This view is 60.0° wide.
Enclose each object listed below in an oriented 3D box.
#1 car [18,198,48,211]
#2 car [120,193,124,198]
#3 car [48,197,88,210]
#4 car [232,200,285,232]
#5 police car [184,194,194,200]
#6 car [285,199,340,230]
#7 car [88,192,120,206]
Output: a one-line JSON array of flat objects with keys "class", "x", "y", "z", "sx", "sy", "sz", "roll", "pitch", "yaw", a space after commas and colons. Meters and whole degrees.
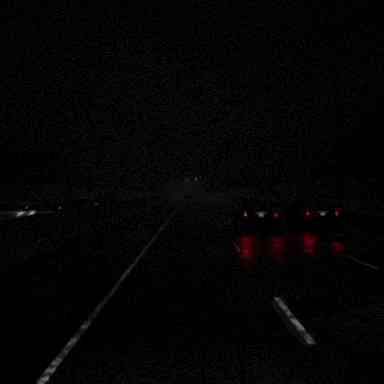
[{"class": "car", "x": -17.609, "y": 1.374, "z": 37.653, "sx": 1.895, "sy": 1.301, "sz": 4.718, "roll": 0, "pitch": 0, "yaw": 0}, {"class": "car", "x": -17.531, "y": 0.859, "z": 79.114, "sx": 2.097, "sy": 1.767, "sz": 4.553, "roll": 0, "pitch": 0, "yaw": 0}, {"class": "car", "x": -14.110, "y": 1.319, "z": 38.228, "sx": 2.033, "sy": 1.411, "sz": 5.357, "roll": 0, "pitch": 0, "yaw": 0}, {"class": "car", "x": 3.593, "y": 1.217, "z": 19.352, "sx": 2.097, "sy": 1.767, "sz": 4.553, "roll": 0, "pitch": 0, "yaw": 0}, {"class": "police car", "x": -1.084, "y": 1.277, "z": 87.294, "sx": 1.930, "sy": 1.638, "sz": 5.238, "roll": 0, "pitch": 0, "yaw": 0}, {"class": "car", "x": 7.091, "y": 1.212, "z": 20.140, "sx": 2.097, "sy": 1.767, "sz": 4.553, "roll": 0, "pitch": 0, "yaw": 0}, {"class": "car", "x": -10.608, "y": 0.992, "z": 39.505, "sx": 2.150, "sy": 2.045, "sz": 5.566, "roll": 0, "pitch": 0, "yaw": 0}]
